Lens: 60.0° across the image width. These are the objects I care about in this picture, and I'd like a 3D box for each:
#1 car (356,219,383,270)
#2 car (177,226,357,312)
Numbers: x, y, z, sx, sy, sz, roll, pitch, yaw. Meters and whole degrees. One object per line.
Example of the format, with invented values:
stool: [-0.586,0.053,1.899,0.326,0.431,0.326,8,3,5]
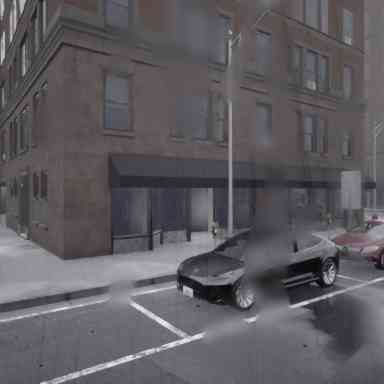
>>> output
car: [6.174,1.582,10.939,4.206,1.307,1.802,0,0,-35]
car: [1.695,1.566,7.744,4.313,1.339,1.947,0,0,-36]
